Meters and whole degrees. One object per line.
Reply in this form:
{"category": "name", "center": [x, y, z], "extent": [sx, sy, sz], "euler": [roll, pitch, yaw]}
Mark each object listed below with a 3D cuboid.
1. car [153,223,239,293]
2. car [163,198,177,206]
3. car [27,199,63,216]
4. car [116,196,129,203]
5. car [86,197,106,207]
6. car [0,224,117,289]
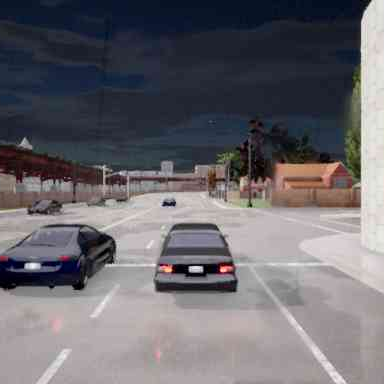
{"category": "car", "center": [0.074, 1.545, 8.962], "extent": [2.033, 1.411, 5.357], "euler": [0, 0, 0]}
{"category": "car", "center": [-3.504, 1.551, 52.644], "extent": [1.994, 1.385, 4.181], "euler": [0, 0, 0]}
{"category": "car", "center": [-14.164, 1.497, 32.315], "extent": [1.837, 1.490, 4.892], "euler": [0, 0, 0]}
{"category": "car", "center": [-14.134, 1.596, 68.043], "extent": [2.033, 1.411, 5.357], "euler": [0, 0, 0]}
{"category": "car", "center": [-14.190, 1.492, 49.544], "extent": [1.837, 1.490, 4.892], "euler": [0, 0, 0]}
{"category": "car", "center": [-3.427, 1.562, 9.161], "extent": [1.994, 1.385, 4.181], "euler": [0, 0, 0]}
